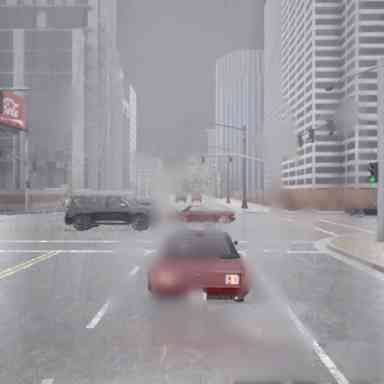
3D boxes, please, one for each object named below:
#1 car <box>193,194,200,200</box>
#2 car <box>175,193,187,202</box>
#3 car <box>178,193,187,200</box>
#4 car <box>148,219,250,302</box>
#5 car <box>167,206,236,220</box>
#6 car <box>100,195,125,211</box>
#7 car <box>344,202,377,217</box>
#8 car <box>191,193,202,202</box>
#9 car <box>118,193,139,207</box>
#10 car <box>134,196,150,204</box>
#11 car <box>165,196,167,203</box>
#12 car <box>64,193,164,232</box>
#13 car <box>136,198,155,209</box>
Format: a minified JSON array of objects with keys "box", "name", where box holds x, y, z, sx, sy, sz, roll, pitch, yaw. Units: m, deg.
[{"box":[1.162,1.353,83.981,1.812,1.442,4.674,0,0,1],"name":"car"},{"box":[-2.487,1.216,73.360,2.150,2.045,5.566,0,0,1],"name":"car"},{"box":[-2.338,1.184,84.000,2.097,1.767,4.553,0,0,1],"name":"car"},{"box":[0.211,1.601,8.239,1.895,1.301,4.718,0,0,2],"name":"car"},{"box":[0.677,1.601,23.304,4.718,1.301,1.895,0,0,1],"name":"car"},{"box":[-10.022,1.352,42.408,2.097,1.767,4.553,0,0,1],"name":"car"},{"box":[16.532,1.601,30.367,4.718,1.301,1.895,0,0,1],"name":"car"},{"box":[1.012,1.216,73.311,2.150,2.045,5.566,0,0,1],"name":"car"},{"box":[-9.868,1.221,51.991,2.150,2.045,5.566,0,0,1],"name":"car"},{"box":[-9.645,1.547,64.655,2.033,1.411,5.357,0,0,1],"name":"car"},{"box":[-6.094,1.477,67.238,1.882,1.535,5.008,0,0,1],"name":"car"},{"box":[-4.692,1.223,19.851,5.566,2.045,2.150,0,0,1],"name":"car"},{"box":[-6.460,1.601,46.788,1.895,1.301,4.718,0,0,1],"name":"car"}]
